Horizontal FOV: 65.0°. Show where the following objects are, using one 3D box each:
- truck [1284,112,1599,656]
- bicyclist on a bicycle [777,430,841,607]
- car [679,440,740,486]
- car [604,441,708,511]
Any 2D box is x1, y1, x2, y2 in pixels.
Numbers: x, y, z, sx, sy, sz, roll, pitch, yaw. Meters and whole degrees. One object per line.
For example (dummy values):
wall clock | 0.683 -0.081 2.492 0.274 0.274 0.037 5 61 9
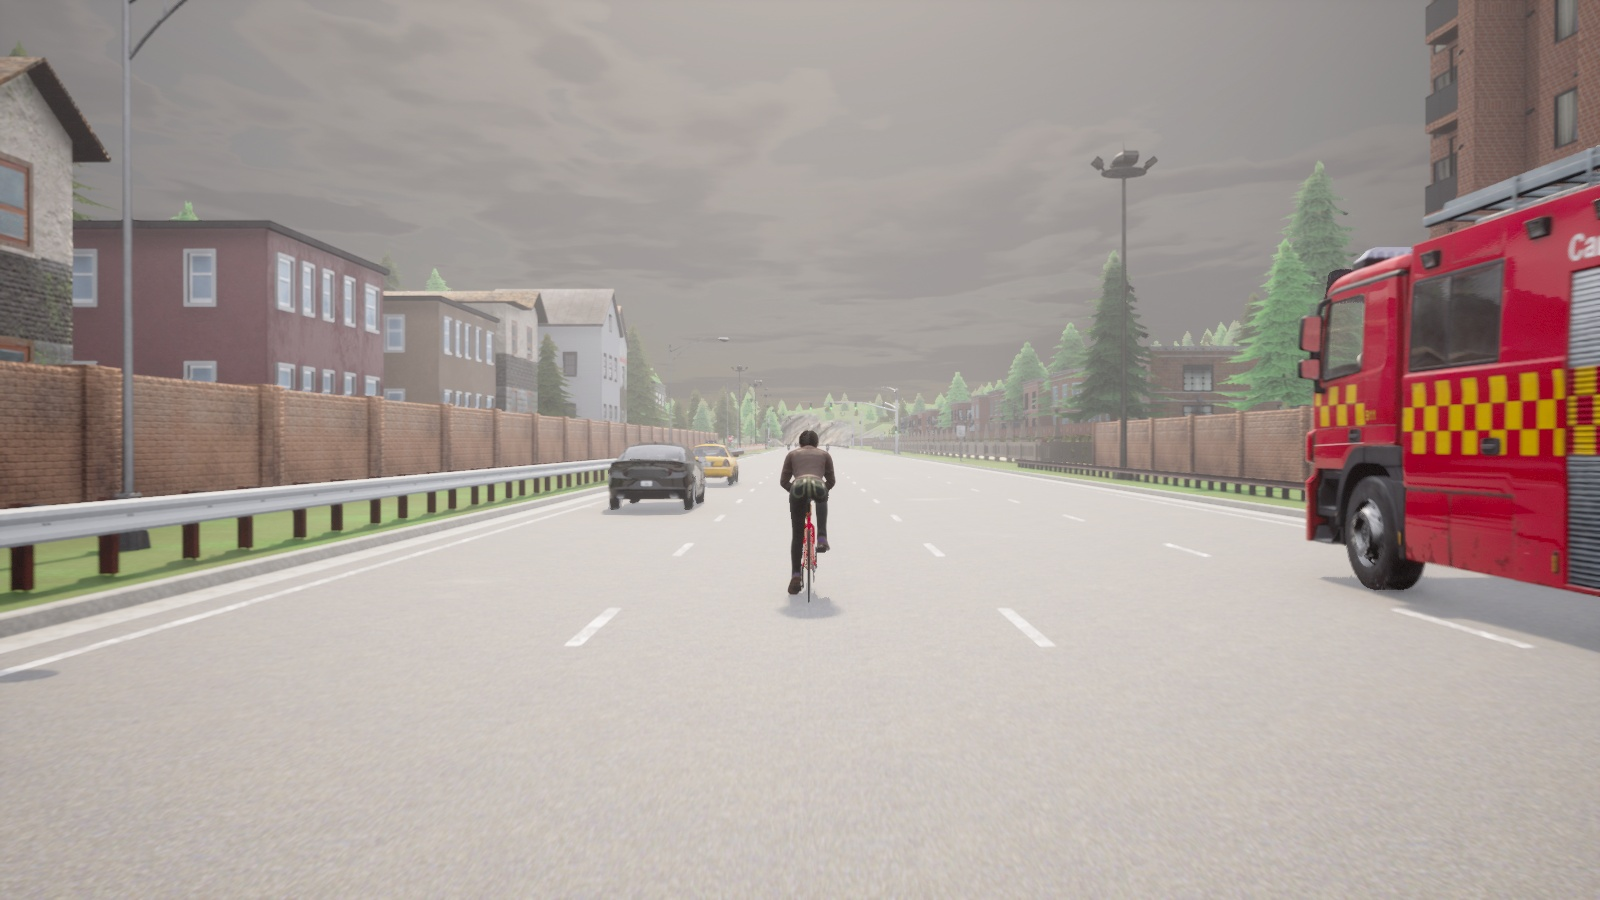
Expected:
truck | 7.076 -0.471 10.404 2.891 3.827 8.468 0 0 0
bicyclist on a bicycle | 0.085 0.630 12.324 0.582 1.620 1.656 0 0 0
car | -3.224 0.424 45.816 1.801 1.575 5.366 0 0 0
car | -3.315 0.553 29.822 1.882 1.535 5.008 0 0 0
